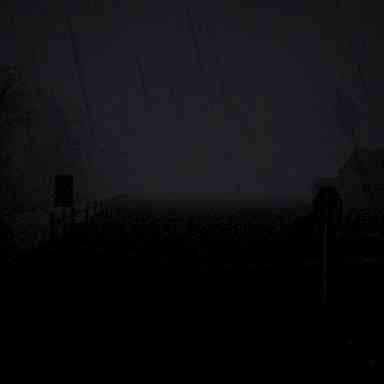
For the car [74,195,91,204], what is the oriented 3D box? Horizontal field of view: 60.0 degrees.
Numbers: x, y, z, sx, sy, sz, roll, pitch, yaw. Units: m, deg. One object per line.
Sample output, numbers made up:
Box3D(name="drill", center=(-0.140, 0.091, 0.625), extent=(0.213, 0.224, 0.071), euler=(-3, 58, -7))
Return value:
Box3D(name="car", center=(-16.534, 1.108, 50.390), extent=(1.994, 1.385, 4.181), euler=(0, 1, -9))
